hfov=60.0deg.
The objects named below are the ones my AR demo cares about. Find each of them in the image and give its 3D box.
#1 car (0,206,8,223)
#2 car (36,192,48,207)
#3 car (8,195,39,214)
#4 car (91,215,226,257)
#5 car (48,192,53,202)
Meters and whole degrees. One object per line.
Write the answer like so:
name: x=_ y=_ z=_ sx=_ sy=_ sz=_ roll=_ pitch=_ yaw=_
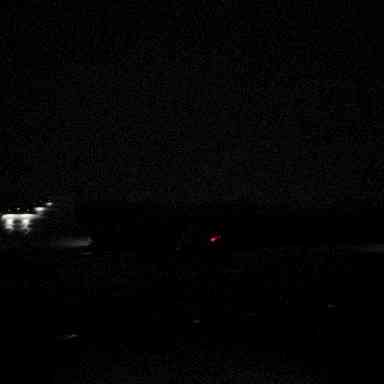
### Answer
car: x=-11.511 y=1.364 z=16.935 sx=1.895 sy=1.301 sz=4.718 roll=1 pitch=0 yaw=-8
car: x=-19.760 y=1.077 z=42.053 sx=1.882 sy=1.535 sz=5.008 roll=1 pitch=0 yaw=-20
car: x=-15.568 y=1.244 z=30.444 sx=1.994 sy=1.385 sz=4.181 roll=1 pitch=0 yaw=-20
car: x=-1.351 y=1.665 z=13.577 sx=5.357 sy=1.411 sz=2.033 roll=3 pitch=-1 yaw=15
car: x=-25.309 y=0.855 z=57.586 sx=2.097 sy=1.767 sz=4.553 roll=1 pitch=0 yaw=-20
